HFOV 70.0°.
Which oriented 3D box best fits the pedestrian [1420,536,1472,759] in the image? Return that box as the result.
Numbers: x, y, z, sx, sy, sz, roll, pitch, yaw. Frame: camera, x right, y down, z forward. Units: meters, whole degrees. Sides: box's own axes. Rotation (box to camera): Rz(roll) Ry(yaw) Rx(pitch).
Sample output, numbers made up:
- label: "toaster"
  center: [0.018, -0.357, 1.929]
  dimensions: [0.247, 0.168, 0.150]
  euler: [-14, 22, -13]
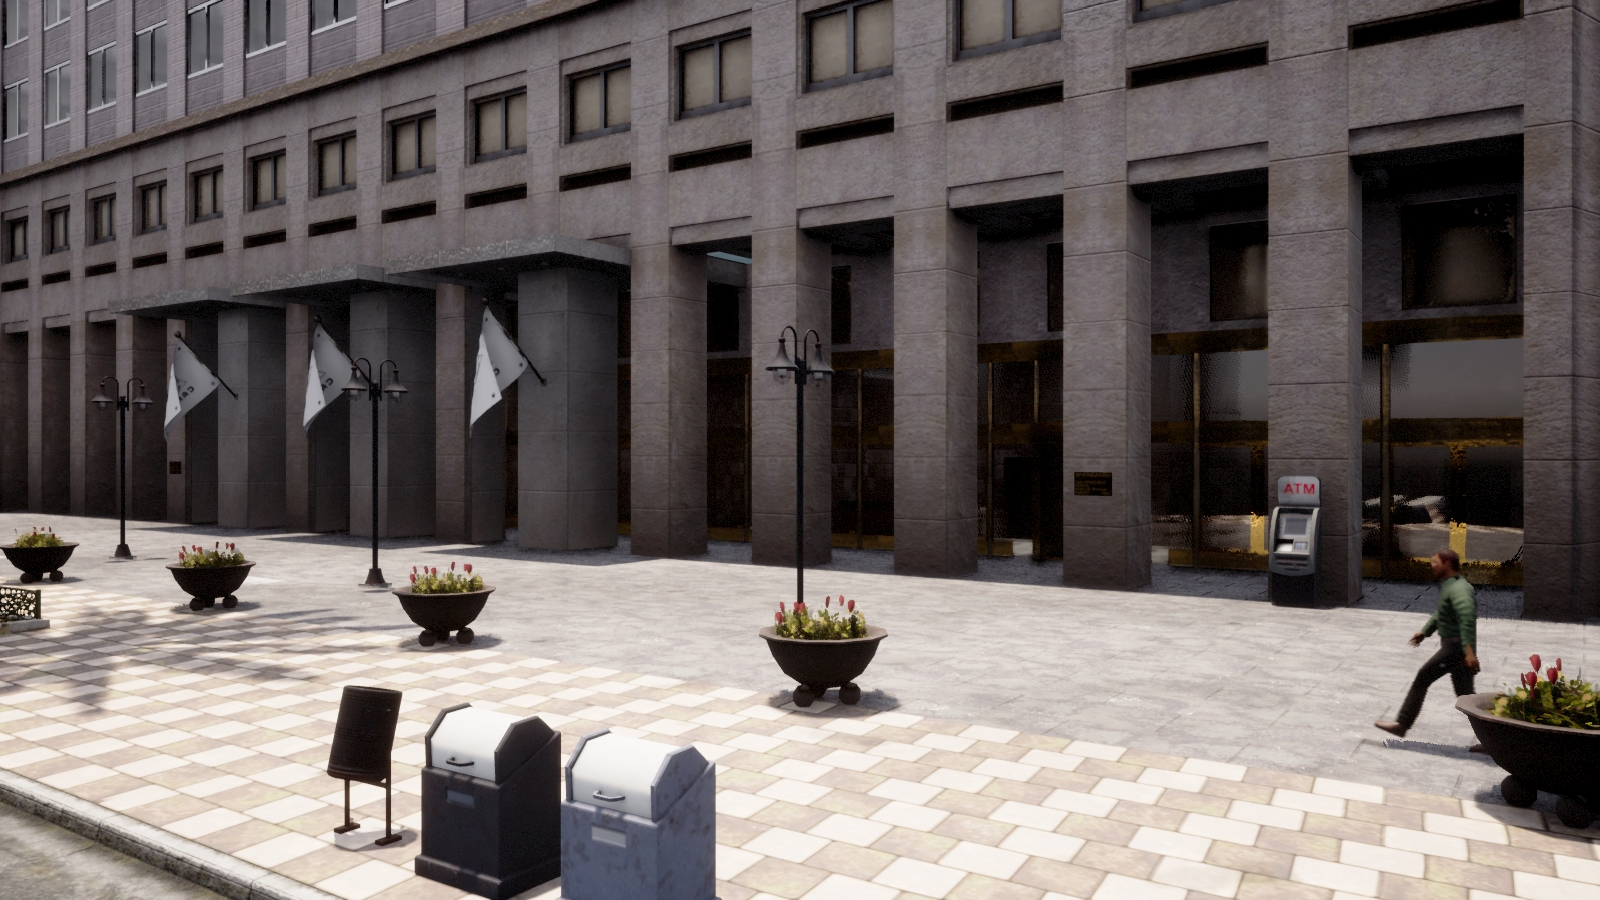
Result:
- label: "pedestrian"
  center: [5.659, 1.703, 10.006]
  dimensions: [0.375, 1.860, 0.375]
  euler: [0, 0, 33]
